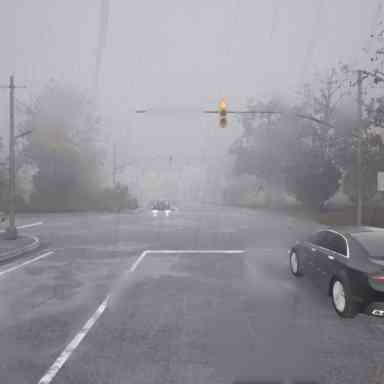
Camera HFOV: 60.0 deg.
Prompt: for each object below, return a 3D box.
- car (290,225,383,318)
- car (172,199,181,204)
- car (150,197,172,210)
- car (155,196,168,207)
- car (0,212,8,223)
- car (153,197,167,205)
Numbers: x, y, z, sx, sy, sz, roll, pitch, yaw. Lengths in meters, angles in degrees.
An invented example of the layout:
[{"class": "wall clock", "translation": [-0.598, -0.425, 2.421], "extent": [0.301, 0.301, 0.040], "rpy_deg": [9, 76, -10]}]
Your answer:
[{"class": "car", "translation": [3.598, 1.505, 7.400], "extent": [1.837, 1.490, 4.892], "rpy_deg": [0, 0, 1]}, {"class": "car", "translation": [-4.376, 2.432, 83.133], "extent": [1.895, 1.301, 4.718], "rpy_deg": [0, -1, -22]}, {"class": "car", "translation": [-4.067, 1.440, 44.442], "extent": [2.097, 1.767, 4.553], "rpy_deg": [0, -1, -4]}, {"class": "car", "translation": [-5.286, 1.658, 57.652], "extent": [2.097, 1.767, 4.553], "rpy_deg": [0, -1, -8]}, {"class": "car", "translation": [-15.476, 1.675, 23.002], "extent": [4.718, 1.301, 1.895], "rpy_deg": [-1, 0, -3]}, {"class": "car", "translation": [-8.062, 2.218, 82.959], "extent": [2.097, 1.767, 4.553], "rpy_deg": [0, -1, -25]}]
